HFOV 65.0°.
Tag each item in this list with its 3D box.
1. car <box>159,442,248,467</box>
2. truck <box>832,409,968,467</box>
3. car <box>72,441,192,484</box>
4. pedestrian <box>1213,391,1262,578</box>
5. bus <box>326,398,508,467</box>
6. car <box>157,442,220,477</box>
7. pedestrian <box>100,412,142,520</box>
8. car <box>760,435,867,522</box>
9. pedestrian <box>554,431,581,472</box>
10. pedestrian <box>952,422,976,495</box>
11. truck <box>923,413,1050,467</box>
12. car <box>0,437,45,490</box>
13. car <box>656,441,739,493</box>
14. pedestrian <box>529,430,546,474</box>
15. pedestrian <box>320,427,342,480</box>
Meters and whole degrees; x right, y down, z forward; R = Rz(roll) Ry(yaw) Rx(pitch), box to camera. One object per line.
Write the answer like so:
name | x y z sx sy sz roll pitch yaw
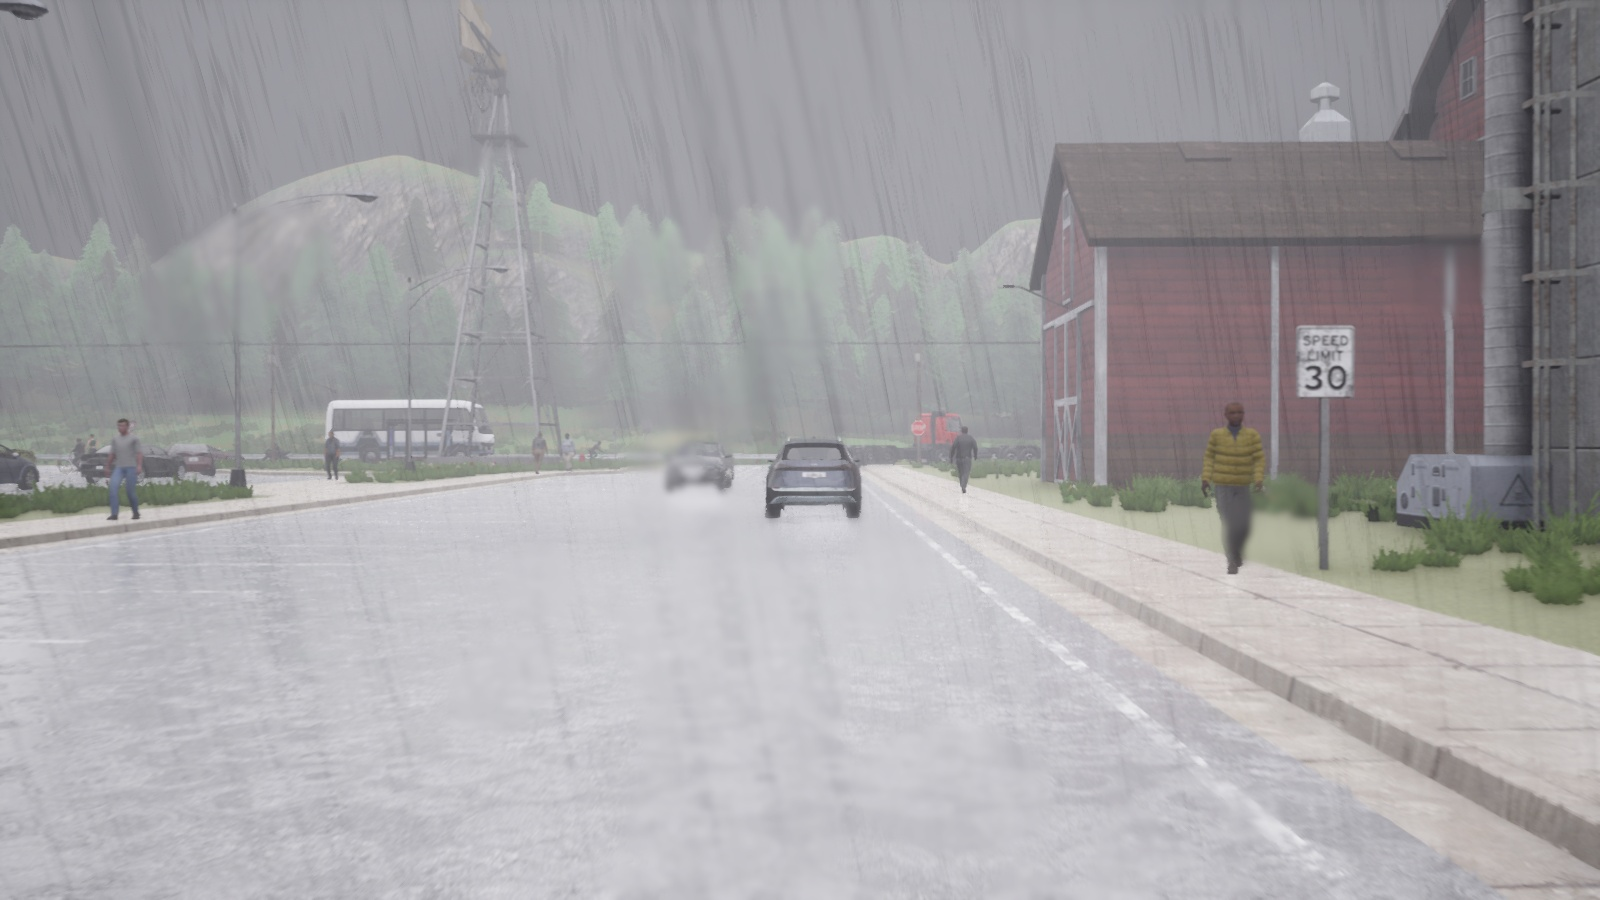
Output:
car | -37.560 0.269 79.056 4.792 1.488 2.163 0 0 -34
truck | 6.206 -0.676 77.825 7.936 3.462 2.891 0 0 -25
car | -25.366 0.433 47.912 1.882 1.535 5.008 0 0 1
pedestrian | 4.431 0.334 12.731 0.370 1.835 0.726 0 0 12
bus | -24.114 -1.098 79.535 10.273 4.253 3.944 0 0 2
car | -27.816 0.402 57.015 2.163 1.488 4.792 0 0 -31
pedestrian | -11.707 0.270 21.664 0.354 1.836 0.706 0 0 0
car | 0.283 0.528 26.327 2.033 1.649 4.856 0 0 1
pedestrian | -10.727 0.066 57.982 0.874 1.855 0.900 0 0 24
pedestrian | 4.328 0.219 33.112 0.563 1.883 0.849 0 0 12
truck | 12.104 -0.687 82.050 7.936 3.462 2.891 0 1 2
car | -25.518 0.404 38.877 1.851 1.617 3.988 0 0 1
car | -3.093 0.481 38.826 2.128 1.511 4.902 0 0 1
pedestrian | -11.094 0.093 53.155 0.540 1.848 0.694 0 0 5
pedestrian | -16.635 0.130 44.519 0.540 1.848 0.694 0 0 -2
